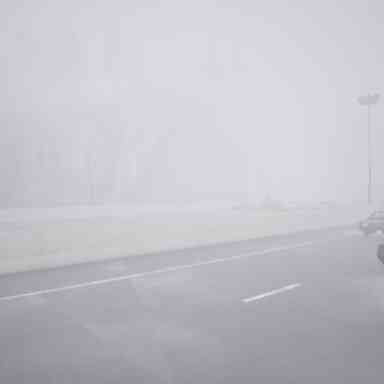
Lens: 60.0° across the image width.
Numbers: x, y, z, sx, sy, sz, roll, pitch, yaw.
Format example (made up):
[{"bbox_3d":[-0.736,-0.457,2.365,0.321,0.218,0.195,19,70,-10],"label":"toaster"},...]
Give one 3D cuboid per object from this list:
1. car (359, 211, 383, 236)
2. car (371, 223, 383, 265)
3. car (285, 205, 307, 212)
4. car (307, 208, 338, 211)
[{"bbox_3d":[10.680,1.639,17.615,4.718,1.301,1.895,0,-1,-43],"label":"car"},{"bbox_3d":[7.388,1.610,9.912,4.718,1.301,1.895,0,-1,-41],"label":"car"},{"bbox_3d":[12.261,1.728,39.270,1.812,1.442,4.674,-1,-1,42],"label":"car"},{"bbox_3d":[14.844,1.681,36.910,1.812,1.442,4.674,-1,-1,42],"label":"car"}]
